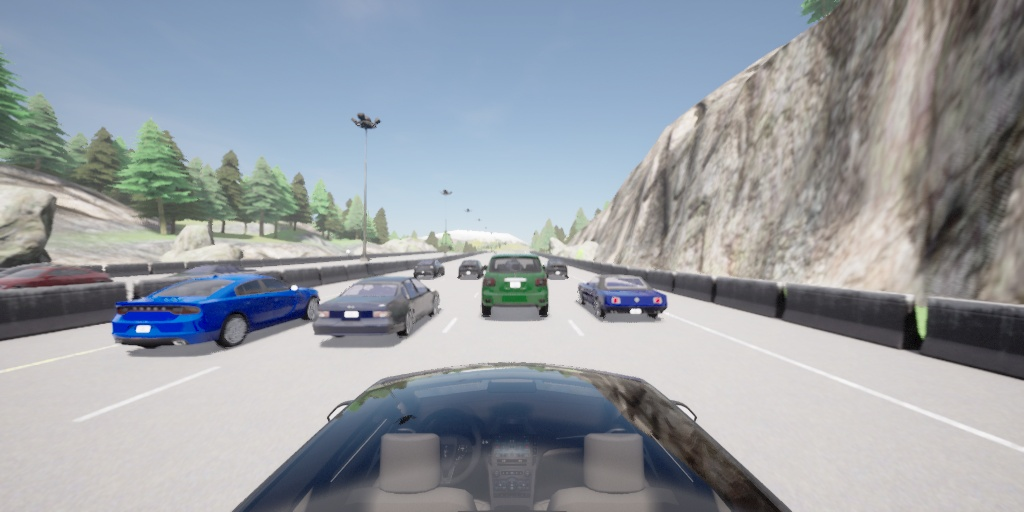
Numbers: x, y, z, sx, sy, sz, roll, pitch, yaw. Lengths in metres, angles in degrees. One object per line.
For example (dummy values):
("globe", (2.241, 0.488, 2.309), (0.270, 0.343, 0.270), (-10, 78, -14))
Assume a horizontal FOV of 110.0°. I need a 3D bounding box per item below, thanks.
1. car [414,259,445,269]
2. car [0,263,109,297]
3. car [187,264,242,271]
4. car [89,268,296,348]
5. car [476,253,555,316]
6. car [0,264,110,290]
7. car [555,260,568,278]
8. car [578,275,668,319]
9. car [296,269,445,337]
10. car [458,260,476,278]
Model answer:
("car", (-6.907, 1.029, 30.325), (2.128, 1.511, 4.902), (0, 1, 0))
("car", (-24.576, 1.169, 18.612), (1.837, 1.490, 4.892), (0, 0, 0))
("car", (-17.561, 1.186, 21.082), (2.033, 1.411, 5.357), (0, 1, 0))
("car", (-6.902, 1.201, 9.187), (1.882, 1.535, 5.008), (0, 0, 0))
("car", (0.097, 0.921, 13.224), (2.150, 2.045, 5.566), (0, 0, 0))
("car", (-21.085, 1.207, 16.202), (1.812, 1.442, 4.674), (0, 0, 0))
("car", (3.593, 1.039, 30.461), (1.837, 1.490, 4.892), (0, 1, 0))
("car", (3.597, 1.303, 12.630), (1.895, 1.301, 4.718), (0, 0, 0))
("car", (-3.402, 1.266, 10.105), (2.033, 1.411, 5.357), (0, 0, 0))
("car", (-3.407, 1.040, 30.451), (1.837, 1.490, 4.892), (0, 1, 0))
